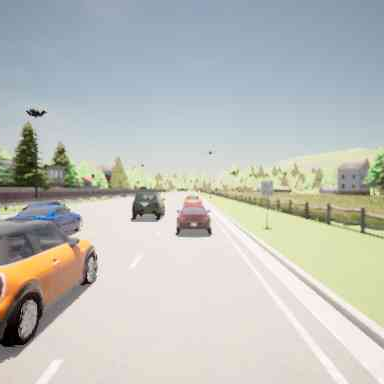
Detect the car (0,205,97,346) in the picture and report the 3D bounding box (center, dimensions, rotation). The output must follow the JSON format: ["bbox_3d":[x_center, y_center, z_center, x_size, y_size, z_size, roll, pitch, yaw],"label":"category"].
[{"bbox_3d":[-3.402,1.308,6.441,2.097,1.767,4.553,0,0,0],"label":"car"}]

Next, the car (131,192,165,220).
[{"bbox_3d":[-3.405,1.041,26.613,2.150,2.045,5.566,0,0,0],"label":"car"}]

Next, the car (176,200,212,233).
[{"bbox_3d":[0.084,1.401,18.397,1.812,1.442,4.674,0,0,0],"label":"car"}]

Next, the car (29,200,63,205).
[{"bbox_3d":[-6.904,1.368,16.120,1.882,1.535,5.008,0,0,0],"label":"car"}]

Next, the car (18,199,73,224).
[{"bbox_3d":[-10.405,1.341,24.100,1.837,1.490,4.892,0,0,0],"label":"car"}]

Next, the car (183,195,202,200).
[{"bbox_3d":[0.093,1.102,36.879,2.097,1.767,4.553,0,0,0],"label":"car"}]
